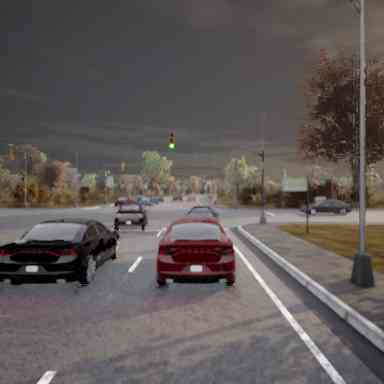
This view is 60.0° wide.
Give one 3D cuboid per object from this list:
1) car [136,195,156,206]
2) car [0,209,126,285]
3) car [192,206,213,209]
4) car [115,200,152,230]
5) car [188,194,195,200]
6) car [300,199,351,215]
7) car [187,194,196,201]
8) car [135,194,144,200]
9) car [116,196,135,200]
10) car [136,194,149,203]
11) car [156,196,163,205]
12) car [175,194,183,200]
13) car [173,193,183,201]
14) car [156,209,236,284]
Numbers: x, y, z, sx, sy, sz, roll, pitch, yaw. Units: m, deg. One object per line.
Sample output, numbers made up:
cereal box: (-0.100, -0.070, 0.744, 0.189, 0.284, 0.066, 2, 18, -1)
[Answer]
car: (-7.132, 1.542, 51.894, 1.812, 1.442, 4.674, 0, 0, 0)
car: (-3.407, 1.481, 9.551, 1.882, 1.535, 5.008, 0, 0, 0)
car: (0.681, 1.570, 20.766, 1.994, 1.385, 4.181, 0, 0, 10)
car: (-3.807, 1.499, 21.093, 2.128, 1.511, 4.902, 0, 0, -6)
car: (-0.033, 1.356, 92.242, 1.882, 1.535, 5.008, 0, 0, 1)
car: (13.353, 1.515, 33.412, 4.892, 1.490, 1.837, 0, 0, 3)
car: (-0.065, 1.374, 82.241, 2.097, 1.767, 4.553, 0, 0, 0)
car: (-10.592, 1.524, 60.929, 1.837, 1.490, 4.892, 0, 0, 1)
car: (-10.627, 1.494, 51.511, 1.882, 1.535, 5.008, 0, 0, 0)
car: (-10.560, 1.377, 71.000, 2.097, 1.767, 4.553, 0, 0, 0)
car: (-7.091, 1.566, 61.486, 2.033, 1.411, 5.357, 0, 0, 0)
car: (-3.533, 1.356, 92.261, 1.882, 1.535, 5.008, 0, 0, 1)
car: (-3.565, 1.243, 81.882, 2.150, 2.045, 5.566, 0, 0, 0)
car: (0.092, 1.481, 9.576, 1.882, 1.535, 5.008, 0, 0, 0)
